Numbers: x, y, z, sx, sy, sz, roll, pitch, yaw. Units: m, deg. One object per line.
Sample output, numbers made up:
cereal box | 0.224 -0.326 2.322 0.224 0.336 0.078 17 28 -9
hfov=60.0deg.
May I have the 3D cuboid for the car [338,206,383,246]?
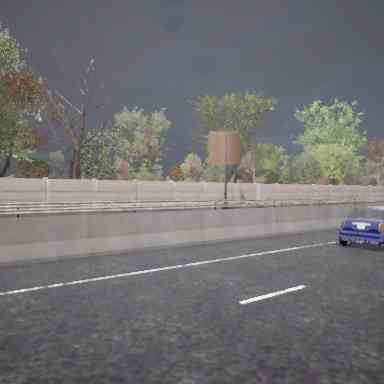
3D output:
car | 8.244 1.370 14.050 4.553 1.767 2.097 0 0 -35
